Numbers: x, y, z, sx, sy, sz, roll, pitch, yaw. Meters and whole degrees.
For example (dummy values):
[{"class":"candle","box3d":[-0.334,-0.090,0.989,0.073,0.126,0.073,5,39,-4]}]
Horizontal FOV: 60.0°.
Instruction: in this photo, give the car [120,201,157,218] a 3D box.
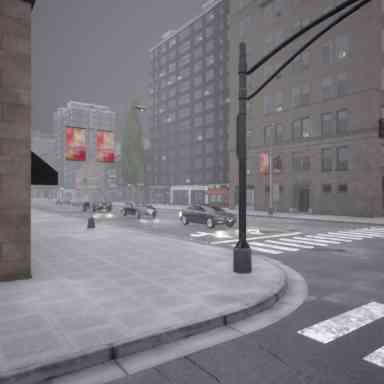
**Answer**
[{"class":"car","box3d":[-5.047,1.596,31.114,2.128,1.511,4.902,0,0,-36]}]

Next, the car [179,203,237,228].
[{"class":"car","box3d":[0.994,1.569,22.714,1.837,1.490,4.892,0,0,-35]}]

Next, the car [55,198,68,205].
[{"class":"car","box3d":[-25.311,1.804,65.208,2.033,1.411,5.357,0,0,-36]}]

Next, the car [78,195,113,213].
[{"class":"car","box3d":[-11.481,1.368,40.094,2.150,2.045,5.566,0,0,-35]}]

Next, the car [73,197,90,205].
[{"class":"car","box3d":[-21.937,1.763,66.089,1.837,1.490,4.892,0,0,-36]}]

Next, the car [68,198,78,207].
[{"class":"car","box3d":[-19.106,1.783,56.586,1.994,1.385,4.181,0,0,-36]}]

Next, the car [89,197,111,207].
[{"class":"car","box3d":[-15.992,1.714,57.816,2.128,1.511,4.902,0,0,-36]}]
